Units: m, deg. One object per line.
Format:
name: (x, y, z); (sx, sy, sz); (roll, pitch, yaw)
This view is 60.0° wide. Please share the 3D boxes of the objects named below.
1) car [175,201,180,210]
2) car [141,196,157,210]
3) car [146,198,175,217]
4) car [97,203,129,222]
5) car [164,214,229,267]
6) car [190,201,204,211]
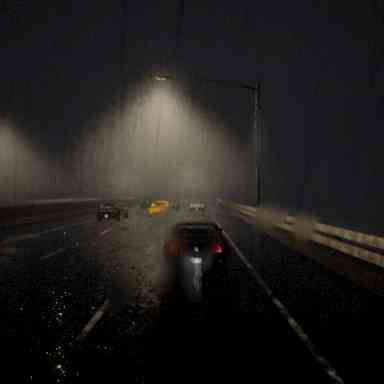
car: (-2.757, 1.898, 46.523); (1.895, 1.301, 4.718); (0, 0, 2)
car: (-6.174, 1.542, 49.480); (2.150, 2.045, 5.566); (0, 0, 2)
car: (-3.058, 1.683, 33.574); (1.882, 1.535, 5.008); (0, -1, 1)
car: (-6.653, 1.672, 28.394); (1.837, 1.490, 4.892); (0, -1, 1)
car: (0.145, 1.669, 11.669); (1.895, 1.301, 4.718); (0, 0, 0)
car: (0.722, 1.894, 45.935); (1.895, 1.301, 4.718); (0, 0, 2)
